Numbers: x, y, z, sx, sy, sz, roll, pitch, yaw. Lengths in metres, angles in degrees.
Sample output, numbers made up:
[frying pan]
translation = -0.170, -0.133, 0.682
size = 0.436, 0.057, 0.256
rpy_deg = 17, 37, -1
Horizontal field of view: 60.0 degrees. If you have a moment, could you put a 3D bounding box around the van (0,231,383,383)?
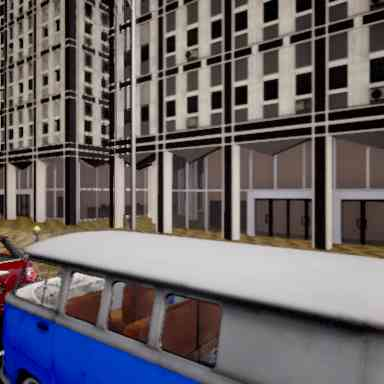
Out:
[van]
translation = -0.096, 1.336, 2.946
size = 3.998, 1.788, 1.690
rpy_deg = 0, 0, 35
